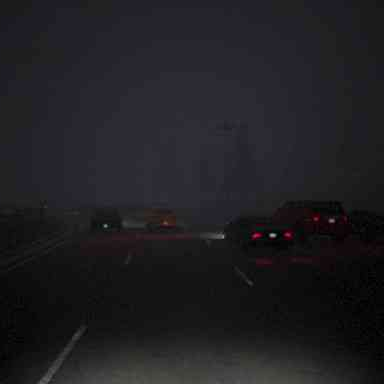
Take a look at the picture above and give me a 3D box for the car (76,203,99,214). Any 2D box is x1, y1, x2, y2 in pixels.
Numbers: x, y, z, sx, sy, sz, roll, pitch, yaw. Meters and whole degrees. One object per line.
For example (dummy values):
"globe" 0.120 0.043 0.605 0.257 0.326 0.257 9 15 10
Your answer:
"car" -12.648 2.080 41.879 2.033 1.411 5.357 0 -1 -44

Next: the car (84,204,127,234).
"car" -5.514 1.764 21.603 2.128 1.511 4.902 0 -1 -12

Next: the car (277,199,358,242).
"car" 5.935 1.398 17.563 2.150 2.045 5.566 0 0 -7

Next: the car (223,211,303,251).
"car" 2.752 1.707 14.957 2.033 1.411 5.357 0 -1 -6

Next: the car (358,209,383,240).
"car" 9.341 1.673 18.175 1.837 1.490 4.892 0 0 -7

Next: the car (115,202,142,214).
"car" -9.135 2.011 43.282 1.882 1.535 5.008 0 -1 -44

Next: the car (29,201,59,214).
"car" -19.234 1.927 43.088 4.553 1.767 2.097 -1 -1 39

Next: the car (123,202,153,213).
"car" -7.715 2.169 46.941 1.895 1.301 4.718 0 -1 -43

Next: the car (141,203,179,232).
"car" -2.111 1.742 22.386 1.882 1.535 5.008 0 -1 -12
